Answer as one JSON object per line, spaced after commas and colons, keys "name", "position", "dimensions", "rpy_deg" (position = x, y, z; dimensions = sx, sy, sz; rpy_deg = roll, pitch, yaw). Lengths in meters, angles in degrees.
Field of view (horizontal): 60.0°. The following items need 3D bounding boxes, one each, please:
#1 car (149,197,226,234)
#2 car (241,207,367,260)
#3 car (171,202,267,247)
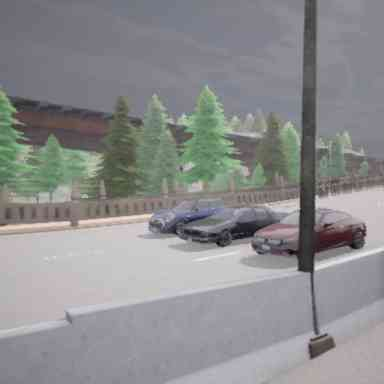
{"name": "car", "position": [0.059, 1.105, 16.929], "dimensions": [4.553, 1.767, 2.097], "rpy_deg": [-3, 2, -35]}
{"name": "car", "position": [4.073, 1.282, 11.195], "dimensions": [4.674, 1.442, 1.812], "rpy_deg": [-3, 2, -35]}
{"name": "car", "position": [2.068, 1.302, 14.064], "dimensions": [5.357, 1.411, 2.033], "rpy_deg": [-3, 2, -35]}
